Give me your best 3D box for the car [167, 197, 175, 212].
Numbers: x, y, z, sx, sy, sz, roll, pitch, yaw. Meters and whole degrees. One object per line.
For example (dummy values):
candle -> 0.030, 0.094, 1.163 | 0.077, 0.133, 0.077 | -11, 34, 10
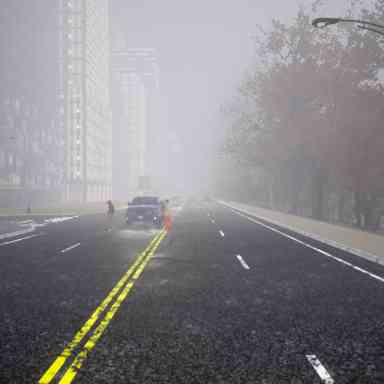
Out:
car -> -3.346, 1.568, 38.259 | 1.994, 1.385, 4.181 | 0, 0, 0

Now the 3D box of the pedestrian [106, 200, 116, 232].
pedestrian -> -4.442, 1.292, 18.213 | 0.375, 1.860, 0.375 | 0, 0, 0

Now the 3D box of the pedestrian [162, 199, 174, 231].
pedestrian -> -1.348, 1.296, 18.810 | 0.375, 1.860, 0.375 | 0, 0, 0

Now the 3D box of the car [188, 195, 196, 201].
car -> 0.010, 1.420, 85.298 | 1.812, 1.442, 4.674 | 0, 0, 0

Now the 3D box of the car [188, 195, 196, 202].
car -> 0.009, 1.543, 74.904 | 2.033, 1.411, 5.357 | 0, 0, 0

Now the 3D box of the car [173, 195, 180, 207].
car -> -3.339, 1.605, 53.011 | 1.895, 1.301, 4.718 | 0, 0, 0

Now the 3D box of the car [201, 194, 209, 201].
car -> 3.260, 1.373, 85.297 | 1.882, 1.535, 5.008 | 0, 0, 0

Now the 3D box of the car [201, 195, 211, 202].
car -> 3.257, 1.503, 74.903 | 1.837, 1.490, 4.892 | 0, 0, 0

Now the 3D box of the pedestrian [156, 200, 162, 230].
pedestrian -> -1.728, 1.308, 19.409 | 0.375, 1.860, 0.375 | 0, 0, 0

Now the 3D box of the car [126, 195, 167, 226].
car -> -3.369, 1.293, 24.540 | 2.150, 2.045, 5.566 | -1, 0, 0
